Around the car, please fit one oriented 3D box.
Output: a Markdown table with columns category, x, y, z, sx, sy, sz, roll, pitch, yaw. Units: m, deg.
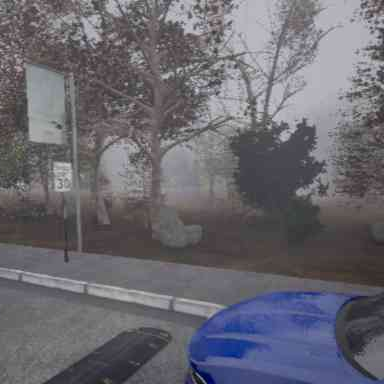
| category | x | y | z | sx | sy | sz | roll | pitch | yaw |
| --- | --- | --- | --- | --- | --- | --- | --- | --- | --- |
| car | 2.310 | 1.336 | 2.184 | 5.008 | 1.535 | 1.882 | 0 | 3 | 28 |
